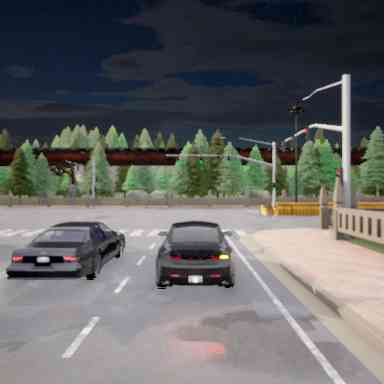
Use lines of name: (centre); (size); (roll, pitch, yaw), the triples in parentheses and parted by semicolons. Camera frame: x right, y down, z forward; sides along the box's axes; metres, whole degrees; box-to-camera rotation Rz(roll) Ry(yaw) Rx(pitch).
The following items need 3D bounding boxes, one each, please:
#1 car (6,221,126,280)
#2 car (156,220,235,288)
car: (-3.398, 1.608, 10.125); (2.033, 1.411, 5.357); (0, 0, 0)
car: (0.094, 1.563, 9.358); (1.837, 1.490, 4.892); (0, 0, 1)
